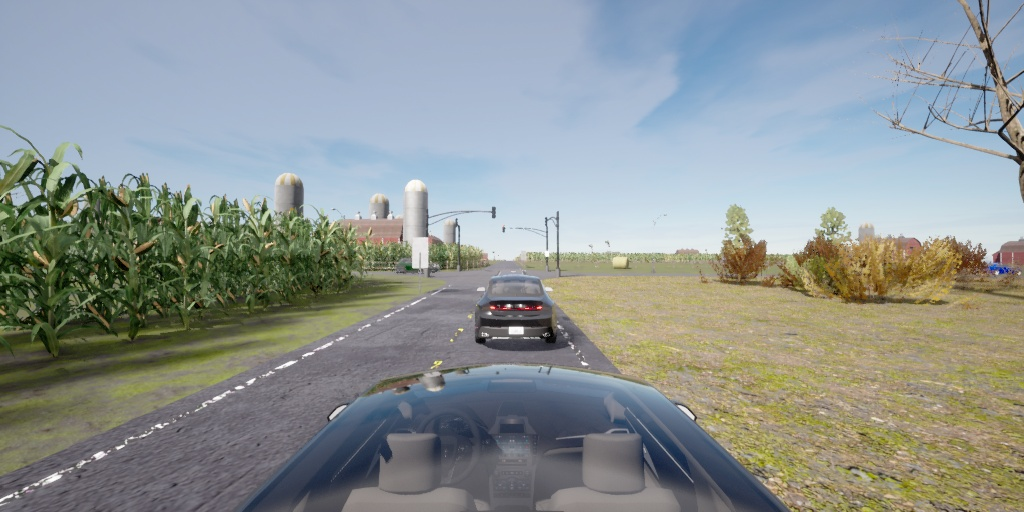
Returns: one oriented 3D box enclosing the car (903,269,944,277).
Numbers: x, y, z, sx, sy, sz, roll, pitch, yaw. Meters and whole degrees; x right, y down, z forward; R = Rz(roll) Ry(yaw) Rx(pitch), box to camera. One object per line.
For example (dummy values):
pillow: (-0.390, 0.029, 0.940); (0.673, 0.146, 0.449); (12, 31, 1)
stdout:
car: (48.561, 1.768, 42.517); (4.181, 1.385, 1.994); (1, -1, -5)

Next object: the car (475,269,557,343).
car: (0.080, 1.259, 9.656); (1.837, 1.490, 4.892); (0, 0, 0)

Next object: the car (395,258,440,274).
car: (-9.995, 1.011, 38.235); (4.553, 1.767, 2.097); (1, -1, -4)

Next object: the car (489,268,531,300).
car: (0.034, 1.360, 18.807); (1.895, 1.301, 4.718); (0, 0, 4)
